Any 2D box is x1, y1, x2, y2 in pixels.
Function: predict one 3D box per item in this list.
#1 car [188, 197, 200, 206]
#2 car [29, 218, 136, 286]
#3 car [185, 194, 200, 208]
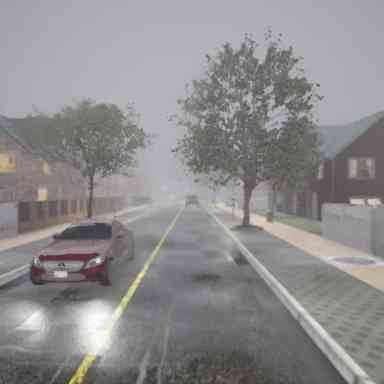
[{"bbox_3d":[0.400,1.739,62.552,1.837,1.490,4.892,0,-1,4],"label":"car"},{"bbox_3d":[-2.806,1.522,9.561,1.812,1.442,4.674,0,0,1],"label":"car"},{"bbox_3d":[0.036,1.373,52.148,2.150,2.045,5.566,0,0,1],"label":"car"}]
